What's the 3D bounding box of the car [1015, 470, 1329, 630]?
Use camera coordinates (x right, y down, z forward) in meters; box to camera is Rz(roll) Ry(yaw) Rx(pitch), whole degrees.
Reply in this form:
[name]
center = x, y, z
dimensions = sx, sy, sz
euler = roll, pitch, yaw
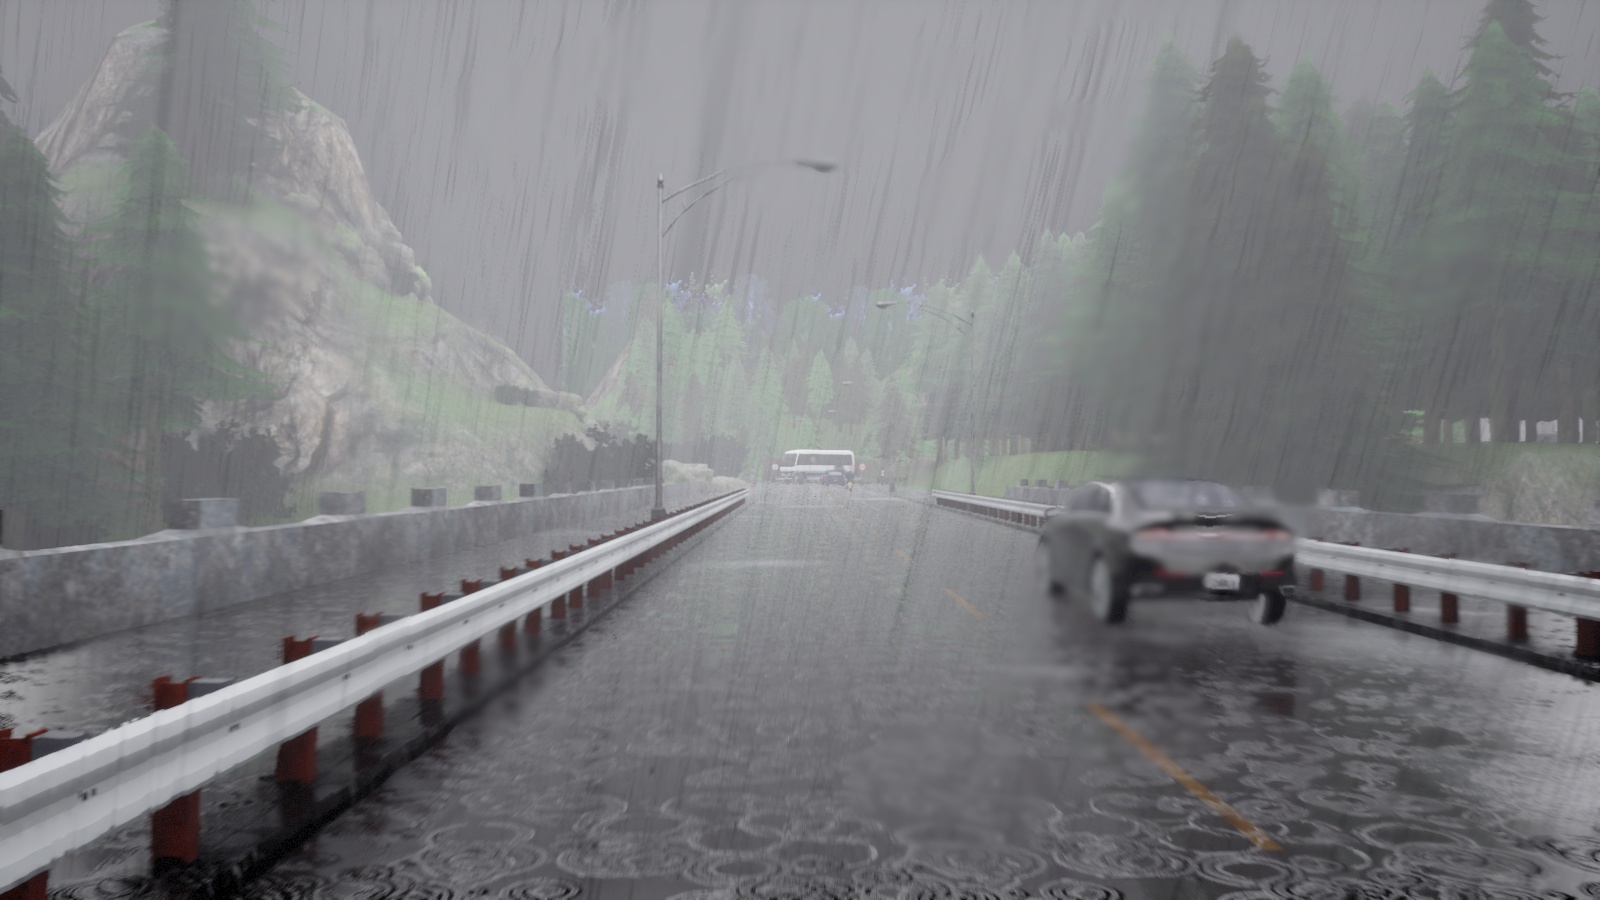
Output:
[car]
center = 3.964, 0.995, 14.412
dimensions = 2.128, 1.511, 4.902
euler = 0, -1, 0
